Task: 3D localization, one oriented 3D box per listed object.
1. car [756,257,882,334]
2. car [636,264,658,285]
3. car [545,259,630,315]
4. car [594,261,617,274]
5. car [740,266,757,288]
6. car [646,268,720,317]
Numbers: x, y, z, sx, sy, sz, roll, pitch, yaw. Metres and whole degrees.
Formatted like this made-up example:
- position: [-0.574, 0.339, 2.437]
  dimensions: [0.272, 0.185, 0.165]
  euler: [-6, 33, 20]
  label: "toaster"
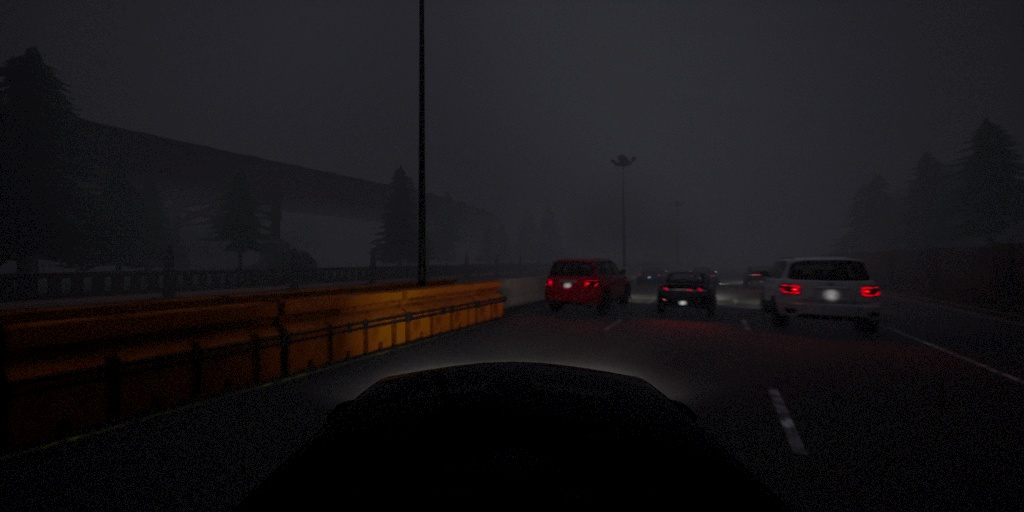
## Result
- position: [9.369, 1.053, 11.327]
  dimensions: [2.150, 2.045, 5.566]
  euler: [-1, -1, 30]
  label: "car"
- position: [11.440, 1.608, 28.992]
  dimensions: [1.994, 1.385, 4.181]
  euler: [-1, -1, 30]
  label: "car"
- position: [3.269, 1.123, 14.761]
  dimensions: [2.150, 2.045, 5.566]
  euler: [-1, -1, 30]
  label: "car"
- position: [14.288, 1.707, 54.581]
  dimensions: [2.097, 1.767, 4.553]
  euler: [-1, -1, 34]
  label: "car"
- position: [17.374, 1.462, 25.278]
  dimensions: [2.128, 1.511, 4.902]
  euler: [-1, -1, 30]
  label: "car"
- position: [6.884, 1.366, 14.008]
  dimensions: [2.128, 1.511, 4.902]
  euler: [-1, -1, 30]
  label: "car"
